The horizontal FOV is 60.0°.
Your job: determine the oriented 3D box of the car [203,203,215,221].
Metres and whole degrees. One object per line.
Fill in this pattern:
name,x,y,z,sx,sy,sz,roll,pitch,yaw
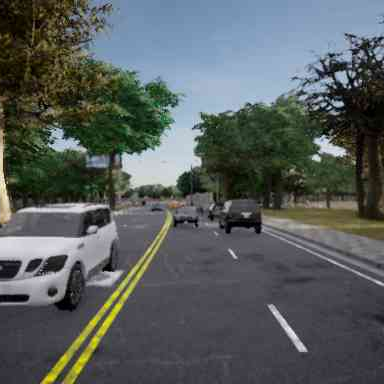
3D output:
car,2.601,1.911,32.884,2.033,1.649,4.856,0,-1,-3

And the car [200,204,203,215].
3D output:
car,1.820,2.220,43.970,2.033,1.411,5.357,0,-1,-7

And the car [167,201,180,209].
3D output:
car,-3.274,2.548,63.854,1.882,1.535,5.008,0,-1,-7

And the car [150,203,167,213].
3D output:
car,-5.250,2.350,50.219,2.033,1.411,5.357,0,-1,-5

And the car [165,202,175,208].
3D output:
car,-5.050,2.921,76.705,1.895,1.301,4.718,0,-1,-9

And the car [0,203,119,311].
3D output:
car,-3.363,1.334,8.391,2.150,2.045,5.566,0,0,0

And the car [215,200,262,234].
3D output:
car,3.051,1.525,21.809,2.150,2.045,5.566,0,-1,-2

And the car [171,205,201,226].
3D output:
car,-0.509,1.982,26.669,1.895,1.301,4.718,0,-1,-2
